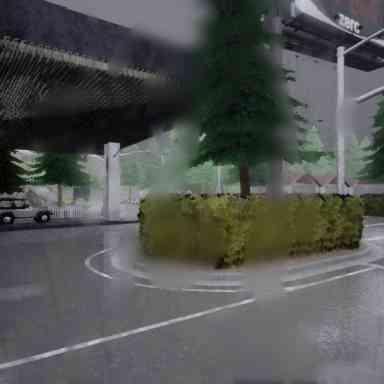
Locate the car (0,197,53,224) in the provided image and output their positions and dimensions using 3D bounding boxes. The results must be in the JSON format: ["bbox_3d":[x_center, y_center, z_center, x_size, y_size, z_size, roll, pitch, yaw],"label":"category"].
[{"bbox_3d":[-11.994,1.313,23.455,3.866,1.878,1.905,0,0,-36],"label":"car"}]
